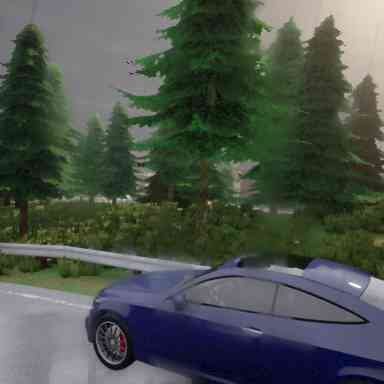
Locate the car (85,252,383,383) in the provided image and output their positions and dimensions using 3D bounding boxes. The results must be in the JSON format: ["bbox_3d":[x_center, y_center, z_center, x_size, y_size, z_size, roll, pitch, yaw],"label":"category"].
[{"bbox_3d":[0.788,1.499,4.077,4.674,1.442,1.812,1,1,31],"label":"car"}]
